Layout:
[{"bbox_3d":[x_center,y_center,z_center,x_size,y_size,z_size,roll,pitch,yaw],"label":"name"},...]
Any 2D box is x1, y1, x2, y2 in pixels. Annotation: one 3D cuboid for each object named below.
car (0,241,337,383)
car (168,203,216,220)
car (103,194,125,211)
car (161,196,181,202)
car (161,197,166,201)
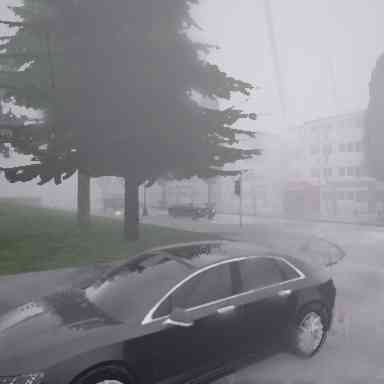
[{"bbox_3d":[-0.065,1.505,4.425,4.892,1.490,1.837,0,0,-34],"label":"car"},{"bbox_3d":[-0.078,1.601,28.284,1.895,1.301,4.718,0,0,-36],"label":"car"},{"bbox_3d":[-9.233,1.224,41.142,2.150,2.045,5.566,0,0,-35],"label":"car"},{"bbox_3d":[-5.226,1.673,83.155,4.974,1.542,2.038,0,0,-6],"label":"car"},{"bbox_3d":[-5.277,1.515,83.150,4.536,1.218,1.853,0,0,-6],"label":"car"}]
